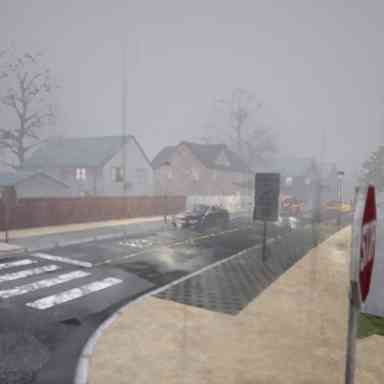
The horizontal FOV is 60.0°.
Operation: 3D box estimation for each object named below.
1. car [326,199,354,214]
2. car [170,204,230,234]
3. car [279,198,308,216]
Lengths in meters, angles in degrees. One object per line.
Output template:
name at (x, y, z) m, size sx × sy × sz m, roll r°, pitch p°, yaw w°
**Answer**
car at (17.542, 1.721, 39.829) m, size 1.882 × 1.535 × 5.008 m, roll 3°, pitch 2°, yaw 37°
car at (0.605, 1.502, 19.722) m, size 2.128 × 1.511 × 4.902 m, roll 3°, pitch 1°, yaw 31°
car at (10.603, 1.444, 35.130) m, size 2.097 × 1.767 × 4.553 m, roll 3°, pitch 1°, yaw 35°
